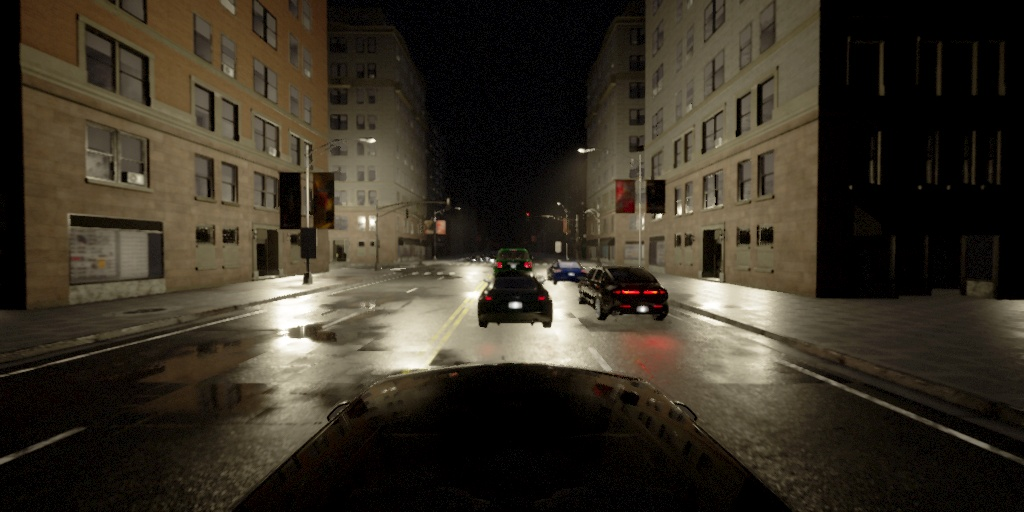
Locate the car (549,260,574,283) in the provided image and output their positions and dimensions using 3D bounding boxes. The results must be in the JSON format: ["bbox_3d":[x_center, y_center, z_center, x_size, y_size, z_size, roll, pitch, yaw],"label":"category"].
[{"bbox_3d":[3.214,0.919,21.509,1.994,1.385,4.181,0,1,0],"label":"car"}]

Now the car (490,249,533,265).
[{"bbox_3d":[0.064,0.579,21.350,2.150,2.045,5.566,0,1,0],"label":"car"}]

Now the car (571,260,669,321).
[{"bbox_3d":[3.328,1.057,11.556,1.837,1.490,4.892,0,1,0],"label":"car"}]

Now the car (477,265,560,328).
[{"bbox_3d":[0.082,1.132,10.677,1.994,1.385,4.181,0,1,0],"label":"car"}]
